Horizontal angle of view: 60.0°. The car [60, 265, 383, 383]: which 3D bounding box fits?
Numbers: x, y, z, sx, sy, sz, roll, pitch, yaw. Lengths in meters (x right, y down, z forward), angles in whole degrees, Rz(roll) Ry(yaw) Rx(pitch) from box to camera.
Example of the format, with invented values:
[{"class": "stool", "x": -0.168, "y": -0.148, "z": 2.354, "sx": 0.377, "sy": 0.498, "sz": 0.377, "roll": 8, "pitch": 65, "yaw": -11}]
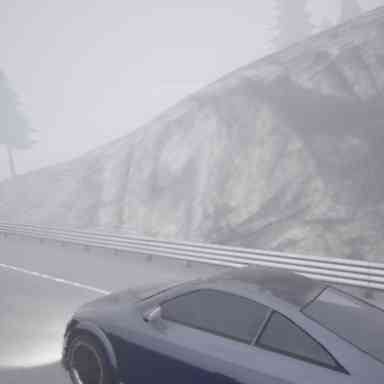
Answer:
[{"class": "car", "x": 0.444, "y": 1.556, "z": 3.648, "sx": 4.181, "sy": 1.385, "sz": 1.994, "roll": 0, "pitch": 0, "yaw": 36}]
